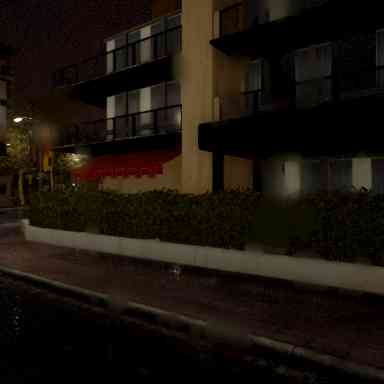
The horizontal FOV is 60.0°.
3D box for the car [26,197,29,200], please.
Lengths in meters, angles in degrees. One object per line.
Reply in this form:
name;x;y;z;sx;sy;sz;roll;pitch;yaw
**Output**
car;-36.115;1.481;67.977;4.892;1.521;2.231;0;0;36
